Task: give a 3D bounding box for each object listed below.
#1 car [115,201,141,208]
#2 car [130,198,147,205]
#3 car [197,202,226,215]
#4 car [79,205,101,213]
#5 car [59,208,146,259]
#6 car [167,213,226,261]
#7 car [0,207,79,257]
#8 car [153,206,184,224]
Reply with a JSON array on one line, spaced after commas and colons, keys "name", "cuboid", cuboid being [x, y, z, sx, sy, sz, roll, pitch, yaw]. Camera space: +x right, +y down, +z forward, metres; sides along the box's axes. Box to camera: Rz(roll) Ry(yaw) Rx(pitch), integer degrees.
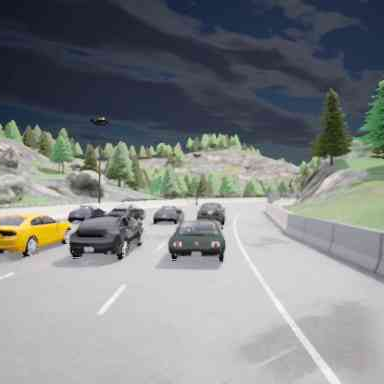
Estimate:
[{"name": "car", "cuboid": [-5.279, 1.743, 27.694, 2.128, 1.511, 4.902, 0, 0, 8]}, {"name": "car", "cuboid": [-12.842, 2.226, 80.582, 1.837, 1.490, 4.892, 0, -1, 22]}, {"name": "car", "cuboid": [1.627, 1.596, 26.554, 2.097, 1.767, 4.553, 0, -1, 8]}, {"name": "car", "cuboid": [-8.744, 1.816, 28.184, 1.994, 1.385, 4.181, 0, 0, 8]}, {"name": "car", "cuboid": [-3.190, 1.627, 13.231, 1.837, 1.490, 4.892, 0, 0, 4]}, {"name": "car", "cuboid": [0.287, 1.720, 12.836, 1.895, 1.301, 4.718, 0, 0, 4]}, {"name": "car", "cuboid": [-6.668, 1.598, 13.622, 1.882, 1.535, 5.008, 0, 0, 4]}, {"name": "car", "cuboid": [-1.807, 1.814, 27.246, 1.994, 1.385, 4.181, 0, 0, 8]}]
